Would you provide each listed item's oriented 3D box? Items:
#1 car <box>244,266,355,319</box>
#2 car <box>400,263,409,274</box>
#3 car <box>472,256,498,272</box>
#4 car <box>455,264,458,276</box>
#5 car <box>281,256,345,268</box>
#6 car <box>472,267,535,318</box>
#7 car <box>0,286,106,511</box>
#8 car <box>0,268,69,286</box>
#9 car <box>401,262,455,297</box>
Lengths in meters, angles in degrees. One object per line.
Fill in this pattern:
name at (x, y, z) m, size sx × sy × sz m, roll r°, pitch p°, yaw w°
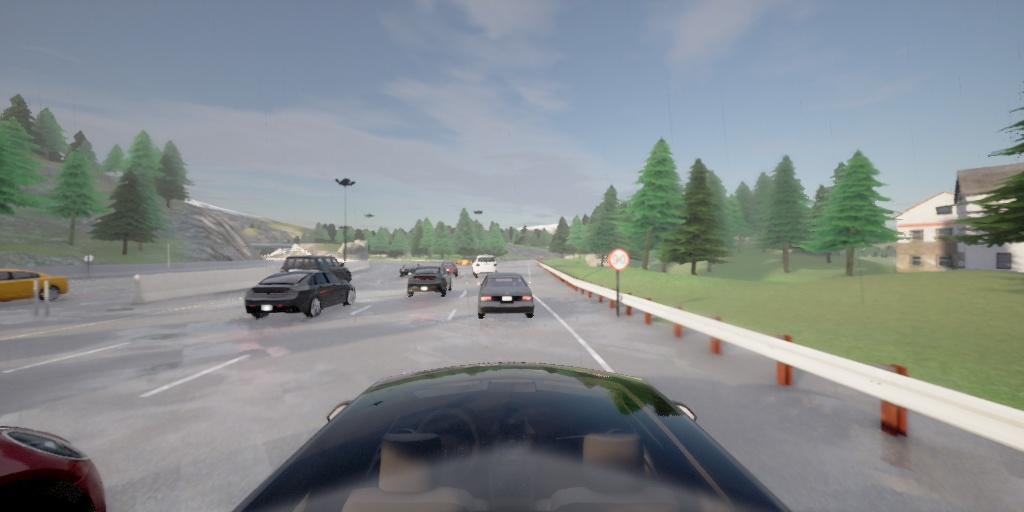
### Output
car at (-7.324, 1.269, 12.937) m, size 1.837 × 1.490 × 4.892 m, roll 0°, pitch 0°, yaw -3°
car at (-9.908, 1.369, 35.686) m, size 1.895 × 1.301 × 4.718 m, roll 0°, pitch 0°, yaw -10°
car at (-2.678, 0.976, 34.844) m, size 2.150 × 2.045 × 5.566 m, roll 0°, pitch 0°, yaw -9°
car at (-6.589, 1.326, 36.842) m, size 1.994 × 1.385 × 4.181 m, roll 0°, pitch 0°, yaw -10°
car at (-11.489, 0.993, 21.298) m, size 2.150 × 2.045 × 5.566 m, roll 0°, pitch 0°, yaw -6°
car at (-0.298, 1.297, 13.049) m, size 2.033 × 1.411 × 5.357 m, roll 0°, pitch 0°, yaw -3°
car at (-3.485, 1.109, 0.209) m, size 2.097 × 1.767 × 4.553 m, roll 0°, pitch 0°, yaw 0°
car at (-21.516, 1.269, 14.560) m, size 1.882 × 1.535 × 5.008 m, roll 0°, pitch 0°, yaw -3°
car at (-4.268, 1.262, 19.044) m, size 1.837 × 1.490 × 4.892 m, roll 0°, pitch 0°, yaw -5°
